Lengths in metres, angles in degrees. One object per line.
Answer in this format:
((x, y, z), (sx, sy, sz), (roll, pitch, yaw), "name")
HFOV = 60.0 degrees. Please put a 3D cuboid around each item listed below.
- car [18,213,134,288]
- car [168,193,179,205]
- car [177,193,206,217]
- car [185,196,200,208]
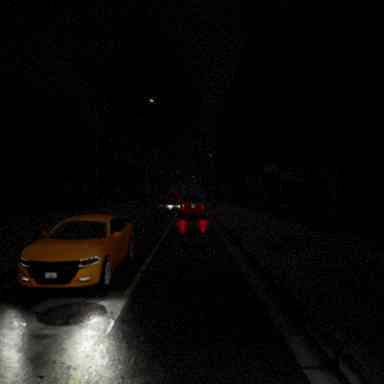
((-2.858, 1.398, 9.211), (1.882, 1.535, 5.008), (0, 0, 0), "car")
((-2.819, 1.156, 57.252), (2.150, 2.045, 5.566), (0, -1, 0), "car")
((0.078, 1.196, 28.886), (2.097, 1.767, 4.553), (0, 0, 0), "car")
((0.067, 1.372, 44.555), (1.837, 1.490, 4.892), (0, -2, 0), "car")
